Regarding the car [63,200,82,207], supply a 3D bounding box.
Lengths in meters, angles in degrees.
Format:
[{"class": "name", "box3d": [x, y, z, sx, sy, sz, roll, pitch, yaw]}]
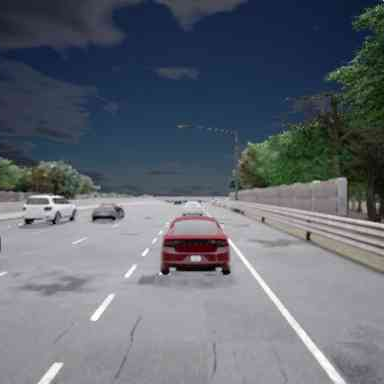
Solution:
[{"class": "car", "box3d": [-24.533, 2.260, 68.333, 2.033, 1.411, 5.357, 0, -1, 0]}]

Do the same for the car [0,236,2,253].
[{"class": "car", "box3d": [-6.903, 1.243, 7.837, 2.150, 2.045, 5.566, 0, 0, 0]}]

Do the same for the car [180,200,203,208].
[{"class": "car", "box3d": [0.072, 1.662, 32.763, 1.812, 1.442, 4.674, 0, -1, 0]}]

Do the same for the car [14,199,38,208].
[{"class": "car", "box3d": [-31.530, 2.161, 63.462, 2.128, 1.511, 4.902, 0, -1, 0]}]

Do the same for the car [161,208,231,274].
[{"class": "car", "box3d": [0.096, 1.501, 10.713, 1.882, 1.535, 5.008, 0, 0, 0]}]

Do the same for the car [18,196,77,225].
[{"class": "car", "box3d": [-10.410, 1.297, 24.682, 2.150, 2.045, 5.566, 0, 0, 0]}]

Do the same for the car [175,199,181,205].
[{"class": "car", "box3d": [-3.543, 2.613, 88.615, 1.882, 1.535, 5.008, 0, -1, 0]}]

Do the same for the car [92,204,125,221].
[{"class": "car", "box3d": [-6.912, 1.661, 27.849, 1.994, 1.385, 4.181, 0, 0, 0]}]

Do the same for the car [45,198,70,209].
[{"class": "car", "box3d": [-21.080, 1.766, 52.290, 2.097, 1.767, 4.553, 0, -1, 0]}]
